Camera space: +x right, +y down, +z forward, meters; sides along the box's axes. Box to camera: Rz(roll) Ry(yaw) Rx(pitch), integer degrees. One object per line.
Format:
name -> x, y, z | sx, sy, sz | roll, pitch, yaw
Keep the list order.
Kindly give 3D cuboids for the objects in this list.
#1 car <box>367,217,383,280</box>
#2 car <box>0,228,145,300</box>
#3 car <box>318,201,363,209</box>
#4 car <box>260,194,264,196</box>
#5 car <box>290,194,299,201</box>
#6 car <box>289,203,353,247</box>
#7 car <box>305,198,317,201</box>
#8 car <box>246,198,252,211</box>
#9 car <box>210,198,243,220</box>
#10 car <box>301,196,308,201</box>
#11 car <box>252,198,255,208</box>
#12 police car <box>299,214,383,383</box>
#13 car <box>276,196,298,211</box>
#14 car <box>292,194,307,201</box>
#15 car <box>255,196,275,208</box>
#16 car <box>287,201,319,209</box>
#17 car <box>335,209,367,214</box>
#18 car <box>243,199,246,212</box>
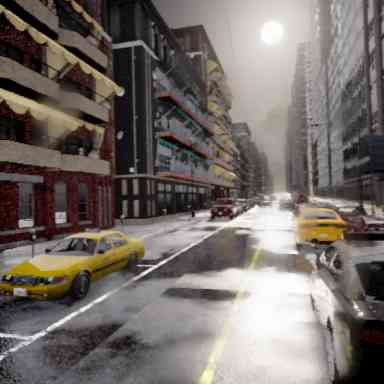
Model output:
car -> 5.340, 1.436, 7.173 | 1.752, 1.417, 4.829 | -1, 0, 15
car -> -2.836, 1.698, 9.025 | 1.752, 1.417, 4.829 | -1, 0, 15
car -> 8.234, 1.365, 17.923 | 1.967, 1.590, 4.097 | -1, 0, 15
car -> 13.332, 1.757, 69.051 | 1.752, 1.417, 4.829 | -1, 0, 15
car -> 27.341, 1.420, 88.863 | 1.967, 1.590, 4.097 | -1, 0, 15
car -> 5.496, 1.454, 14.682 | 1.882, 1.535, 5.008 | -2, -1, 15
car -> 11.176, 1.502, 28.837 | 1.947, 1.339, 4.313 | -1, 0, 15
car -> 6.026, 1.650, 41.931 | 1.967, 1.590, 4.097 | -1, 0, 15
car -> 3.085, 1.514, 31.018 | 2.192, 1.841, 5.009 | -1, 0, 15
car -> 12.690, 1.467, 34.459 | 1.752, 1.417, 4.829 | -1, 0, 15
car -> 7.498, 1.760, 47.389 | 1.887, 1.381, 4.507 | -1, 0, 15
police car -> 2.900, 1.389, 5.137 | 1.930, 1.638, 5.238 | -2, -1, 15
car -> 11.950, 1.596, 42.001 | 1.994, 1.385, 4.181 | -2, -1, 15
car -> 18.521, 1.277, 56.123 | 2.192, 1.841, 5.009 | -1, 0, 15
car -> 11.397, 1.699, 51.574 | 1.994, 1.385, 4.181 | -2, -1, 15
car -> 7.058, 1.509, 20.476 | 1.812, 1.442, 4.674 | -2, -1, 15
car -> 6.766, 1.500, 12.466 | 1.802, 1.307, 4.206 | -1, 0, 15
car -> 4.514, 1.729, 36.310 | 1.752, 1.417, 4.829 | -1, 0, 15
